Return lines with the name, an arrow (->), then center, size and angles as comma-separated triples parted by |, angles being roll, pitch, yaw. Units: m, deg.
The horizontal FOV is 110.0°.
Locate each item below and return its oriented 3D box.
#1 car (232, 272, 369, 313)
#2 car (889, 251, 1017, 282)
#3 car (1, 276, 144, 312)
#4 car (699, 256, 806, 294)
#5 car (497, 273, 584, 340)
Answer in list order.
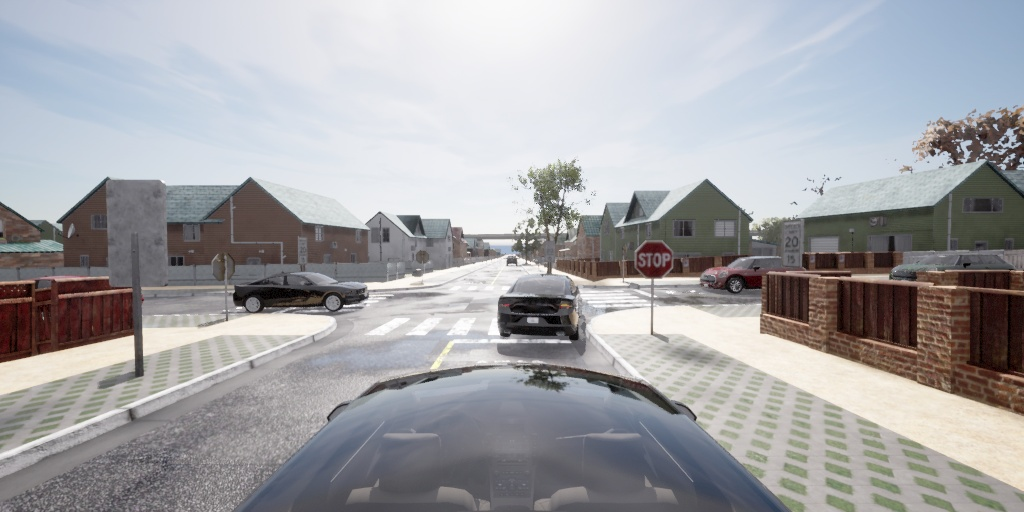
car -> -8.469, 1.377, 14.611 | 5.008, 1.535, 1.882 | -1, 2, 0
car -> 21.700, 0.646, 17.767 | 4.553, 1.767, 2.097 | -1, 2, 0
car -> -18.022, 1.547, 14.547 | 5.008, 1.535, 1.882 | -1, 2, 0
car -> 11.805, 0.820, 17.695 | 4.553, 1.767, 2.097 | -1, 2, 0
car -> 0.957, 1.225, 10.085 | 1.882, 1.535, 5.008 | 0, 0, 12
